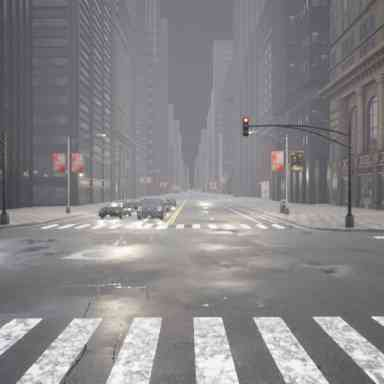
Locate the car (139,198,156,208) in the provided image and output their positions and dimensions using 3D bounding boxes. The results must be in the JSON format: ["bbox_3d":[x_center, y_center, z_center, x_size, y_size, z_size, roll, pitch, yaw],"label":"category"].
[{"bbox_3d":[-6.588,1.563,49.561,1.895,1.301,4.718,0,0,0],"label":"car"}]

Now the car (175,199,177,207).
[{"bbox_3d":[-3.339,1.525,50.064,1.994,1.385,4.181,0,0,0],"label":"car"}]

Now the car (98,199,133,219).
[{"bbox_3d":[-6.564,1.531,29.366,2.033,1.411,5.357,0,0,4],"label":"car"}]

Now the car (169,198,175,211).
[{"bbox_3d":[-3.338,1.523,37.584,2.033,1.411,5.357,0,0,0],"label":"car"}]

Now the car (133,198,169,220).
[{"bbox_3d":[-3.340,1.336,28.109,2.097,1.767,4.553,0,0,0],"label":"car"}]

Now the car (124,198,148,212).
[{"bbox_3d":[-6.586,1.521,39.665,2.033,1.411,5.357,0,0,0],"label":"car"}]
